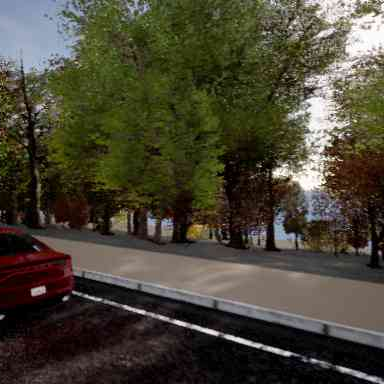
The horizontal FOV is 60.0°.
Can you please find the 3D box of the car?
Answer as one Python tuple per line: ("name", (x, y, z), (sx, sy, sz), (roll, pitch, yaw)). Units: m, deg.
("car", (-4.546, 1.481, 6.926), (5.008, 1.535, 1.882), (0, 0, 35))
